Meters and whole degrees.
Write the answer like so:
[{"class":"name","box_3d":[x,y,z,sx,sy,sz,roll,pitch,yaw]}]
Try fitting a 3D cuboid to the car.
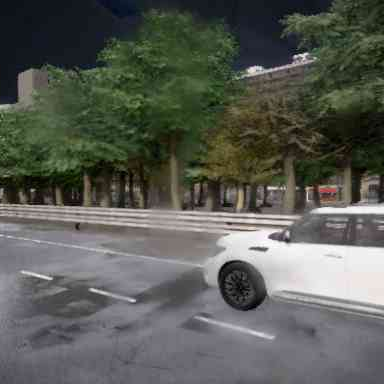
[{"class":"car","box_3d":[2.929,1.223,6.079,5.566,2.045,2.150,0,0,36]}]
